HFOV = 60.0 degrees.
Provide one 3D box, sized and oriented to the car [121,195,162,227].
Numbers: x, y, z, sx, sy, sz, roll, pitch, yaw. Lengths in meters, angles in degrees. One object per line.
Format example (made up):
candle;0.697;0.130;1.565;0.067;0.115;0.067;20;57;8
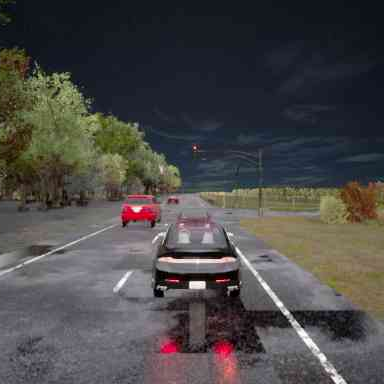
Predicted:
car;-3.393;1.225;23.031;2.150;2.045;5.566;0;0;0

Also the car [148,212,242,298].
car;0.102;1.493;8.518;2.128;1.511;4.902;0;0;0

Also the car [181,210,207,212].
car;0.104;1.604;17.734;1.895;1.301;4.718;0;0;0

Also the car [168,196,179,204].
car;-3.389;1.477;61.270;1.882;1.535;5.008;0;0;0
